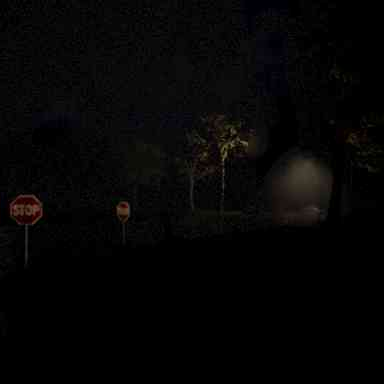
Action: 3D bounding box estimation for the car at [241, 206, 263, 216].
[{"bbox_3d":[9.389,2.965,51.700,1.837,1.490,4.892,2,0,36],"label":"car"}]

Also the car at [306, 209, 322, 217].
[{"bbox_3d":[20.516,3.430,55.837,1.895,1.301,4.718,2,-1,31],"label":"car"}]
